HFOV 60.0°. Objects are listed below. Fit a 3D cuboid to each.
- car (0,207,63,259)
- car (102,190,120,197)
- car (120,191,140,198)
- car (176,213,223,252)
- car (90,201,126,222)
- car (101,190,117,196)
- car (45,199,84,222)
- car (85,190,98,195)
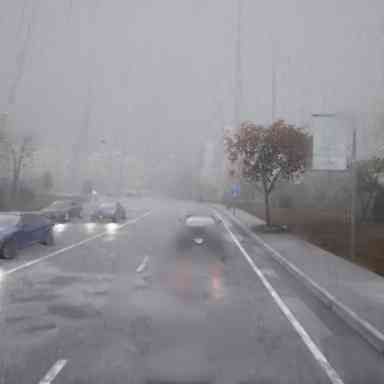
[{"bbox_3d":[-6.807,1.472,12.453,1.812,1.442,4.674,1,0,2],"label":"car"},{"bbox_3d":[-19.593,0.429,82.349,4.902,1.511,2.128,2,1,44],"label":"car"},{"bbox_3d":[-14.903,0.536,82.450,5.008,1.535,1.882,2,1,44],"label":"car"},{"bbox_3d":[0.357,1.622,14.454,1.812,1.442,4.674,1,0,2],"label":"car"},{"bbox_3d":[-6.386,1.473,25.905,1.812,1.442,4.674,1,0,2],"label":"car"},{"bbox_3d":[-22.363,0.237,89.727,4.181,1.385,1.994,2,0,34],"label":"car"},{"bbox_3d":[-9.890,1.380,25.624,1.837,1.490,4.892,1,2,2],"label":"car"},{"bbox_3d":[-27.247,0.090,89.029,4.674,1.442,1.812,2,0,34],"label":"car"}]
